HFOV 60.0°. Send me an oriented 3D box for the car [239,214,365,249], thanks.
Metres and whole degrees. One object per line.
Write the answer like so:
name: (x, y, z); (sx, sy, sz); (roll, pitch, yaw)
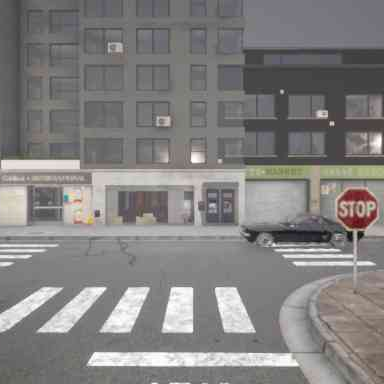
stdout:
car: (4.381, 1.583, 13.843); (4.718, 1.301, 1.895); (0, 0, 0)
